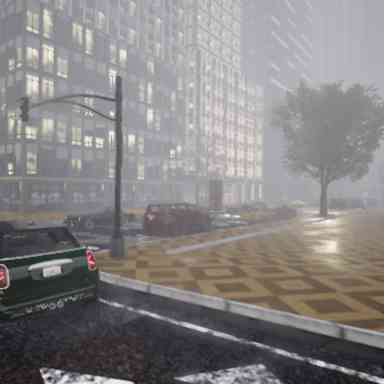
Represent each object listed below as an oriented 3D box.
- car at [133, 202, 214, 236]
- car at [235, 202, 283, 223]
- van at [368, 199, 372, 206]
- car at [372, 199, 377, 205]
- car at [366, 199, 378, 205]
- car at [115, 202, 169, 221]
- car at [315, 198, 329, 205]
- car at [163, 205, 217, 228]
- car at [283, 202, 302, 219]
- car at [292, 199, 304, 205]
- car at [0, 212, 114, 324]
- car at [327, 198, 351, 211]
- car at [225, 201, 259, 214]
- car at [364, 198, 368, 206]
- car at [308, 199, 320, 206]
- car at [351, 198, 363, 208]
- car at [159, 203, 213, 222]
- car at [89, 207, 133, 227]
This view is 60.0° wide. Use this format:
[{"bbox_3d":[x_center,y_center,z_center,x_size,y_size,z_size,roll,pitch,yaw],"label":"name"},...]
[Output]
[{"bbox_3d":[-0.821,1.543,20.058,2.192,1.841,5.009,0,0,36],"label":"car"},{"bbox_3d":[5.986,1.854,29.262,1.752,1.417,4.829,0,0,36],"label":"car"},{"bbox_3d":[36.076,2.096,69.936,1.690,1.788,3.998,0,0,36],"label":"van"},{"bbox_3d":[39.429,2.241,74.470,1.967,1.590,4.097,1,0,36],"label":"car"},{"bbox_3d":[42.783,2.428,79.004,1.802,1.307,4.206,1,0,36],"label":"car"},{"bbox_3d":[-4.309,1.677,29.436,1.752,1.417,4.829,0,0,36],"label":"car"},{"bbox_3d":[29.322,2.180,74.899,2.008,1.369,4.403,1,0,36],"label":"car"},{"bbox_3d":[-0.033,1.796,25.483,1.994,1.385,4.181,1,0,37],"label":"car"},{"bbox_3d":[9.239,1.959,33.660,1.802,1.307,4.206,0,0,36],"label":"car"},{"bbox_3d":[19.163,2.014,61.165,1.752,1.417,4.829,0,0,36],"label":"car"},{"bbox_3d":[-3.942,1.379,6.960,4.553,1.767,2.097,-1,0,41],"label":"car"},{"bbox_3d":[22.659,1.884,51.799,2.192,1.841,5.009,0,0,36],"label":"car"},{"bbox_3d":[5.589,1.869,38.428,1.994,1.385,4.181,1,0,37],"label":"car"},{"bbox_3d":[32.720,2.253,65.401,1.887,1.381,4.507,0,0,36],"label":"car"},{"bbox_3d":[25.970,2.165,70.366,1.802,1.307,4.206,1,0,36],"label":"car"},{"bbox_3d":[29.368,1.977,60.867,2.192,1.841,5.009,0,0,36],"label":"car"},{"bbox_3d":[-0.395,1.765,30.362,2.033,1.411,5.357,1,0,37],"label":"car"},{"bbox_3d":[-6.191,1.732,22.527,1.895,1.301,4.718,1,0,36],"label":"car"}]
